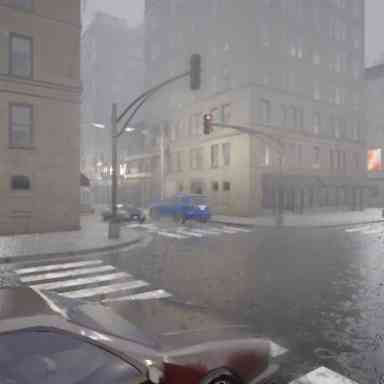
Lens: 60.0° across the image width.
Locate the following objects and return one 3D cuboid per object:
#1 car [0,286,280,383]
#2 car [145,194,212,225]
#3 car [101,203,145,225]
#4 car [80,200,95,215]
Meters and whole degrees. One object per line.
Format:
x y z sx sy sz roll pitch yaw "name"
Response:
-1.640 1.548 2.525 5.357 1.411 2.033 0 0 -39 "car"
-0.905 1.169 23.818 2.150 2.045 5.566 0 0 -36 "car"
-4.923 1.499 23.756 1.994 1.385 4.181 0 0 -36 "car"
-10.958 1.458 32.230 1.994 1.385 4.181 0 0 -36 "car"
